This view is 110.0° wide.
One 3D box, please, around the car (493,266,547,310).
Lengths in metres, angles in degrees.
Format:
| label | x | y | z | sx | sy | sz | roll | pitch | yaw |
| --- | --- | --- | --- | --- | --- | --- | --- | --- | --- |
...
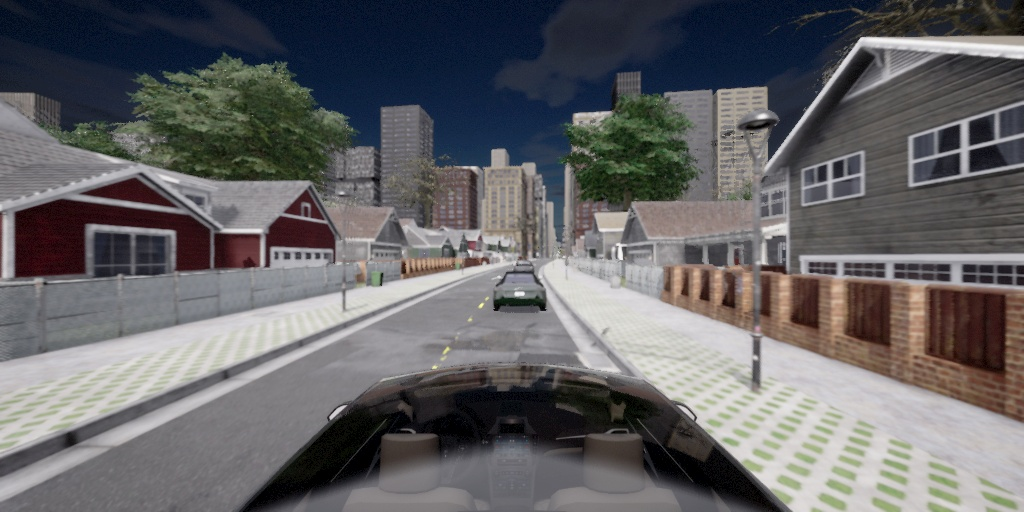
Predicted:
| label | x | y | z | sx | sy | sz | roll | pitch | yaw |
| --- | --- | --- | --- | --- | --- | --- | --- | --- | --- |
| car | 0.314 | 1.260 | 14.337 | 1.994 | 1.385 | 4.181 | 0 | 0 | 1 |

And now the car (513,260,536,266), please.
| label | x | y | z | sx | sy | sz | roll | pitch | yaw |
| --- | --- | --- | --- | --- | --- | --- | --- | --- | --- |
| car | 1.140 | 1.115 | 32.493 | 2.128 | 1.511 | 4.902 | 0 | 0 | 4 |
